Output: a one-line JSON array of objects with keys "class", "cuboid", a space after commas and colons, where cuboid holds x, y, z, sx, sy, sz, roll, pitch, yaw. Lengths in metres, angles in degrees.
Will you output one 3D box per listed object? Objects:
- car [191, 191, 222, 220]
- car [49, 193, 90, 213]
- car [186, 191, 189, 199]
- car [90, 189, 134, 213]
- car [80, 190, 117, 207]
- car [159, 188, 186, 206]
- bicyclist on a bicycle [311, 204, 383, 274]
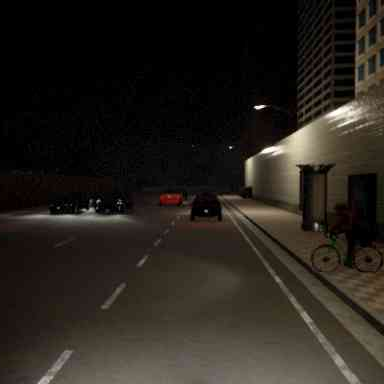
[{"class": "car", "cuboid": [0.945, 0.909, 22.007, 1.882, 1.535, 5.008, 0, 1, 2]}, {"class": "car", "cuboid": [-9.487, 0.830, 26.277, 1.837, 1.490, 4.892, 0, 1, 2]}, {"class": "car", "cuboid": [-1.536, 0.262, 47.845, 1.837, 1.490, 4.892, 0, 1, 3]}, {"class": "car", "cuboid": [-5.988, 0.675, 26.161, 2.097, 1.767, 4.553, 0, 1, 2]}, {"class": "car", "cuboid": [-9.232, 0.598, 33.341, 2.128, 1.511, 4.902, 0, 2, 3]}, {"class": "car", "cuboid": [-2.084, 0.455, 34.380, 2.097, 1.767, 4.553, 0, 2, 3]}, {"class": "bicyclist on a bicycle", "cuboid": [3.605, 1.109, 7.723, 1.656, 1.620, 0.582, 0, 1, 2]}]
